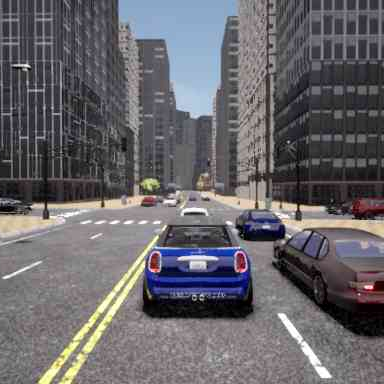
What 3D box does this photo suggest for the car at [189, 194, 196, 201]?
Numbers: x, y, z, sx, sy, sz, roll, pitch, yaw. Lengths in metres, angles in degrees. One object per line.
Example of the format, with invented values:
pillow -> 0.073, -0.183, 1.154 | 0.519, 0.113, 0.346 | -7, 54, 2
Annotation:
car -> 0.128, 1.442, 79.623 | 2.033, 1.411, 5.357 | 0, 0, 0

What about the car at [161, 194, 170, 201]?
car -> -6.371, 1.380, 81.112 | 1.882, 1.535, 5.008 | 0, 0, 0

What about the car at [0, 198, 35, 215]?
car -> -17.765, 1.343, 32.030 | 4.902, 1.511, 2.128 | 1, 1, 0

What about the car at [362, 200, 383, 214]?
car -> 21.869, 1.636, 37.084 | 4.829, 1.417, 1.752 | 1, 0, 1

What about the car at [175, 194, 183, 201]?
car -> -3.122, 1.384, 80.308 | 1.882, 1.535, 5.008 | 0, 0, 0

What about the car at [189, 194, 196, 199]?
car -> 0.144, 1.249, 90.040 | 1.812, 1.442, 4.674 | 0, 0, 0

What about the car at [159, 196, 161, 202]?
car -> -6.414, 1.479, 66.133 | 2.033, 1.411, 5.357 | 0, 0, 1

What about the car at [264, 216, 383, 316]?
car -> 3.362, 1.542, 7.817 | 2.033, 1.411, 5.357 | 0, 0, 0

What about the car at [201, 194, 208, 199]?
car -> 3.394, 1.249, 90.034 | 1.812, 1.442, 4.674 | 0, 0, 0

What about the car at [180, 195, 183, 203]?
car -> -3.184, 1.481, 64.916 | 2.033, 1.411, 5.357 | 0, 0, 1

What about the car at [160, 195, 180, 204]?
car -> -3.262, 1.481, 49.799 | 1.812, 1.442, 4.674 | 0, 1, 0

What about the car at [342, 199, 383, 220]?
car -> 16.247, 1.514, 28.807 | 5.009, 1.841, 2.192 | 1, 0, 1

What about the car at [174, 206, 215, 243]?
car -> 0.127, 1.513, 17.015 | 1.812, 1.442, 4.674 | 0, 0, 0

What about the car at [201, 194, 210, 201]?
car -> 3.379, 1.498, 80.062 | 1.895, 1.301, 4.718 | 0, 0, 0

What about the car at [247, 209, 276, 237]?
car -> 3.375, 1.551, 17.057 | 1.994, 1.385, 4.181 | 0, 0, 0

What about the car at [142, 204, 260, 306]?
car -> 0.113, 1.347, 8.158 | 2.097, 1.767, 4.553 | 0, 0, 0

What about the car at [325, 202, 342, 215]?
car -> 16.377, 1.608, 34.590 | 4.892, 1.490, 1.837 | 0, 1, 0

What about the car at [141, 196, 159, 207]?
car -> -6.511, 1.432, 50.046 | 1.882, 1.535, 5.008 | 0, 1, 0
